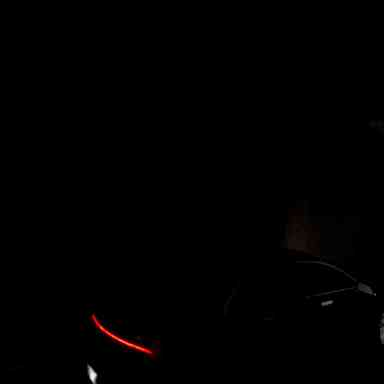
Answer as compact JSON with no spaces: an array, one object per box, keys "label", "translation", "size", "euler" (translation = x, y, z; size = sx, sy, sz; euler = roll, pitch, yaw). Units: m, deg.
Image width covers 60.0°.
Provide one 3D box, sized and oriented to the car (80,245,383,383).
[{"label":"car","translation":[1.038,1.500,4.559],"size":[4.892,1.490,1.837],"euler":[0,0,-35]}]
